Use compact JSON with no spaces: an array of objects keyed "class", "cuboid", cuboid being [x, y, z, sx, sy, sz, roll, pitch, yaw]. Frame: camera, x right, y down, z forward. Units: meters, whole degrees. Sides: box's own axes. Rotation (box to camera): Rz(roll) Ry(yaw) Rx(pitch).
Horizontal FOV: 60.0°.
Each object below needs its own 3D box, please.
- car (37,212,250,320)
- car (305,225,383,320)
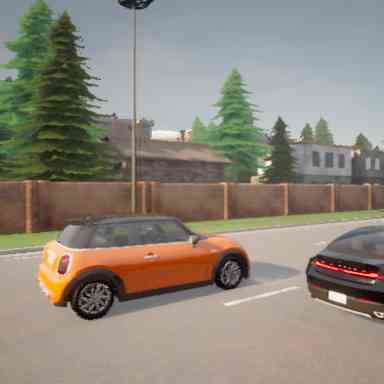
[{"class":"car","cuboid":[-0.870,1.277,7.392,4.553,1.767,2.097,0,1,-33]},{"class":"car","cuboid":[4.338,1.433,6.640,4.892,1.490,1.837,0,0,-33]}]
